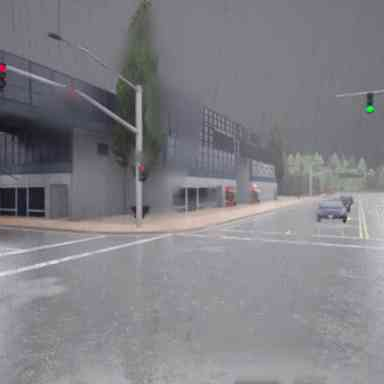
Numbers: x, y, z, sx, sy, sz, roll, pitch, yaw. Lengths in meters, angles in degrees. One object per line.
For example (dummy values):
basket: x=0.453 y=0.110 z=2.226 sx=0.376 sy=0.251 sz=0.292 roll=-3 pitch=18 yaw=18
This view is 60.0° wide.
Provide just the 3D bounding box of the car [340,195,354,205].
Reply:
car: x=14.646 y=1.282 z=32.874 sx=1.895 sy=1.301 sz=4.718 roll=0 pitch=1 yaw=27

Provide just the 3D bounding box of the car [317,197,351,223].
car: x=10.029 y=1.296 z=23.651 sx=1.812 sy=1.442 sz=4.674 roll=0 pitch=1 yaw=27
